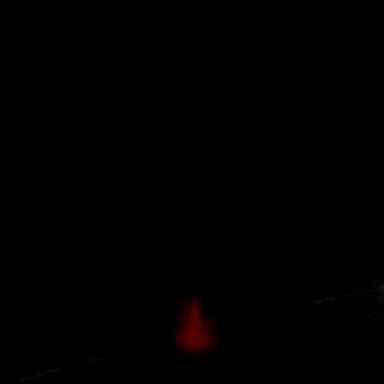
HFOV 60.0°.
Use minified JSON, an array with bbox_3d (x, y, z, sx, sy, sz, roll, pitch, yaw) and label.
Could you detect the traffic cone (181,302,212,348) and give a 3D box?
[{"bbox_3d":[0.064,1.933,4.950,0.340,0.580,0.340,0,0,-32],"label":"traffic cone"}]
